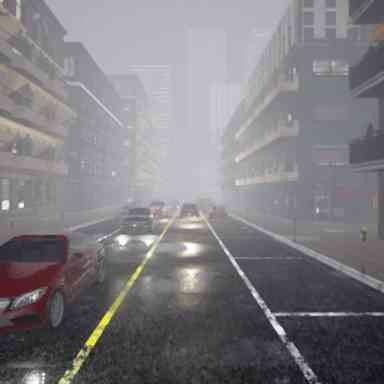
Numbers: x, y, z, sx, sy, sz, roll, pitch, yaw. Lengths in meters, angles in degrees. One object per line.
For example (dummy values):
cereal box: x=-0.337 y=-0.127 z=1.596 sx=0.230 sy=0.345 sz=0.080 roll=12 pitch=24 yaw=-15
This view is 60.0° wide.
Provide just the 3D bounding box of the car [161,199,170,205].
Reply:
car: x=-6.486 y=2.342 z=81.461 sx=1.802 sy=1.307 sz=4.206 roll=-1 pitch=-1 yaw=-1

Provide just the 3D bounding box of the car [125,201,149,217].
car: x=-6.016 y=1.784 z=36.651 sx=1.967 sy=1.590 sz=4.097 roll=-1 pitch=-1 yaw=-1

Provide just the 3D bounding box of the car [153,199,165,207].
car: x=-6.329 y=2.154 z=64.657 sx=2.008 sy=1.369 sz=4.403 roll=-1 pitch=-1 yaw=-1

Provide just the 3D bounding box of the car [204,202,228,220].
car: x=2.388 y=1.867 z=31.101 sx=1.802 sy=1.307 sz=4.206 roll=-1 pitch=-1 yaw=-1

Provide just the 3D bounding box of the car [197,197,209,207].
car: x=2.055 y=1.911 z=64.713 sx=2.192 sy=1.841 sz=5.009 roll=-1 pitch=-1 yaw=-1

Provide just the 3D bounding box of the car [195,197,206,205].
car: x=1.946 y=2.016 z=75.916 sx=2.192 sy=1.841 sz=5.009 roll=-1 pitch=-1 yaw=-1

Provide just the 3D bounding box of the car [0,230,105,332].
car: x=-3.159 y=1.595 z=7.085 sx=1.812 sy=1.442 sz=4.674 roll=0 pitch=-1 yaw=-1

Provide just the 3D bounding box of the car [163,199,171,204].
car: x=-6.540 y=2.394 z=87.063 sx=1.802 sy=1.307 sz=4.206 roll=-1 pitch=-1 yaw=-1

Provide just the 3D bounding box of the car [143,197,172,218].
car: x=-3.418 y=1.665 z=33.597 sx=2.097 sy=1.767 sz=4.553 roll=0 pitch=0 yaw=-1

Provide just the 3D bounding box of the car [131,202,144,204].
car: x=-5.959 y=1.874 z=31.048 sx=1.802 sy=1.307 sz=4.206 roll=-1 pitch=-1 yaw=-1

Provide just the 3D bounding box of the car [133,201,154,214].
car: x=-6.069 y=1.946 z=42.251 sx=2.008 sy=1.369 sz=4.403 roll=-1 pitch=-1 yaw=-1

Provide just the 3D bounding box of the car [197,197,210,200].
car: x=2.165 y=1.807 z=53.510 sx=2.192 sy=1.841 sz=5.009 roll=-1 pitch=-1 yaw=-1

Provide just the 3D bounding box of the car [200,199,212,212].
car: x=2.276 y=1.916 z=42.475 sx=1.752 sy=1.417 sz=4.829 roll=-1 pitch=-1 yaw=-1

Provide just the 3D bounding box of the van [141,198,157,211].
van: x=-6.127 y=1.788 z=47.855 sx=1.690 sy=1.788 sz=3.998 roll=-1 pitch=-1 yaw=-1

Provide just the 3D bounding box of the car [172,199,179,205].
car: x=-3.675 y=2.127 z=70.257 sx=1.882 sy=1.535 sz=5.008 roll=0 pitch=-1 yaw=-1

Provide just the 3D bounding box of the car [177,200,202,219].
car: x=-0.243 y=1.813 z=33.287 sx=1.837 sy=1.490 sz=4.892 roll=0 pitch=0 yaw=0

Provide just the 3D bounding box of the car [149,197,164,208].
car: x=-6.260 y=1.866 z=59.058 sx=2.192 sy=1.841 sz=5.009 roll=-1 pitch=-1 yaw=-1

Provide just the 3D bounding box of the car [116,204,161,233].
car: x=-3.283 y=1.707 z=21.298 sx=1.837 sy=1.490 sz=4.892 roll=0 pitch=-1 yaw=0
